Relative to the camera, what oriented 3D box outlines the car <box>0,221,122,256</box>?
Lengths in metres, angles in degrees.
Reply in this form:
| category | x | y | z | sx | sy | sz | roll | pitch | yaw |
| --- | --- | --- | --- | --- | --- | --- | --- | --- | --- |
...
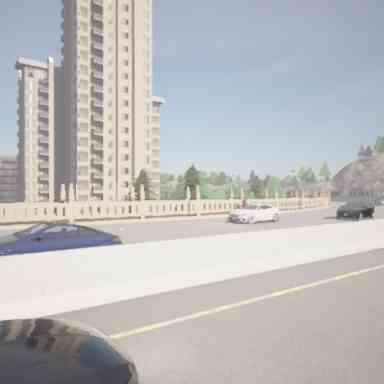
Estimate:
| category | x | y | z | sx | sy | sz | roll | pitch | yaw |
| --- | --- | --- | --- | --- | --- | --- | --- | --- | --- |
| car | -4.131 | 1.566 | 9.660 | 4.181 | 1.385 | 1.994 | 0 | 0 | -36 |

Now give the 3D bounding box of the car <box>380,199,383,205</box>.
| category | x | y | z | sx | sy | sz | roll | pitch | yaw |
| --- | --- | --- | --- | --- | --- | --- | --- | --- | --- |
| car | 35.796 | 1.921 | 62.541 | 1.895 | 1.301 | 4.718 | 0 | 0 | 21 |

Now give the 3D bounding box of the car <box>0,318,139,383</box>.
| category | x | y | z | sx | sy | sz | roll | pitch | yaw |
| --- | --- | --- | --- | --- | --- | --- | --- | --- | --- |
| car | -2.642 | 1.504 | 1.861 | 4.892 | 1.490 | 1.837 | 0 | 0 | -36 |

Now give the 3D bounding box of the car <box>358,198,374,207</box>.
| category | x | y | z | sx | sy | sz | roll | pitch | yaw |
| --- | --- | --- | --- | --- | --- | --- | --- | --- | --- |
| car | 30.526 | 1.829 | 58.428 | 2.033 | 1.411 | 5.357 | 0 | 0 | 22 |

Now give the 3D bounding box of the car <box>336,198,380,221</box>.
| category | x | y | z | sx | sy | sz | roll | pitch | yaw |
| --- | --- | --- | --- | --- | --- | --- | --- | --- | --- |
| car | 14.044 | 1.552 | 28.418 | 1.882 | 1.535 | 5.008 | 0 | 0 | 45 |

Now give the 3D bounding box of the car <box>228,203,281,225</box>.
| category | x | y | z | sx | sy | sz | roll | pitch | yaw |
| --- | --- | --- | --- | --- | --- | --- | --- | --- | --- |
| car | 4.784 | 1.565 | 24.899 | 4.674 | 1.442 | 1.812 | 0 | 0 | -39 |
